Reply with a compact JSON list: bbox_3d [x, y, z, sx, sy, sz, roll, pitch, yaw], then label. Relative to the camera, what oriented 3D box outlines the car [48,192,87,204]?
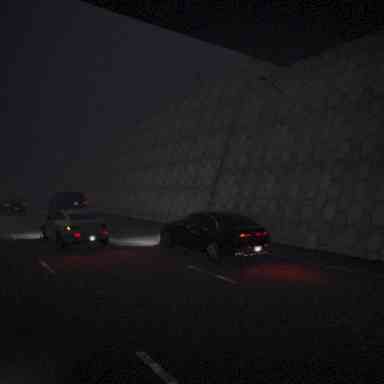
[{"bbox_3d":[-10.671,0.989,28.391,2.150,2.045,5.566,0,0,-35],"label":"car"}]

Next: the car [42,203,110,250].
[{"bbox_3d":[-4.926,1.414,13.926,1.812,1.442,4.674,0,0,-35],"label":"car"}]

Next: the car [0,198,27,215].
[{"bbox_3d":[-16.486,1.240,30.625,1.812,1.442,4.674,0,0,-35],"label":"car"}]

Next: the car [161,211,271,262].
[{"bbox_3d":[0.626,1.443,12.049,1.837,1.490,4.892,0,0,-35],"label":"car"}]
